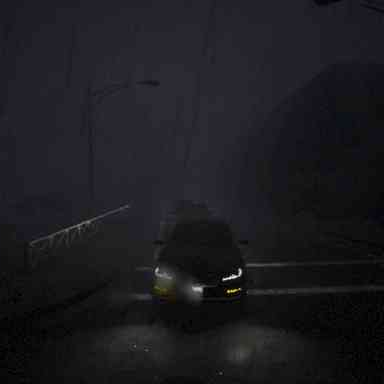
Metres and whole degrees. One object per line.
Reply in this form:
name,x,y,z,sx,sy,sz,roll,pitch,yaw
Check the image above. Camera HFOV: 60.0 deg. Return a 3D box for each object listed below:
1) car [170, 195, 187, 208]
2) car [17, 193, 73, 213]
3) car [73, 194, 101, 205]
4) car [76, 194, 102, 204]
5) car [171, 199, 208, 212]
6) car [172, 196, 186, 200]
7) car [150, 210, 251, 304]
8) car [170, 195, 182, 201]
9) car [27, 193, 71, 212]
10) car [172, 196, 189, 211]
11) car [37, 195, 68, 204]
car,-1.827,1.216,44.894,2.128,1.511,4.902,-1,0,-4
car,-14.789,1.111,33.083,4.605,1.855,1.932,-1,0,-4
car,-16.296,1.091,48.716,5.027,1.636,2.152,-1,0,-4
car,-17.065,1.141,55.096,3.806,1.475,1.970,-1,0,-4
car,0.084,1.361,17.553,2.128,1.511,4.902,-1,0,-4
car,-0.544,1.327,26.552,1.837,1.490,4.892,-1,0,-4
car,0.259,1.435,8.232,1.837,1.490,4.892,-1,0,4
car,-1.004,1.350,33.176,1.994,1.385,4.181,-1,0,-4
car,-15.404,1.082,35.953,3.866,1.878,1.905,-1,0,-4
car,-1.416,1.260,39.024,1.837,1.490,4.892,-1,0,-4
car,-24.351,1.298,58.259,4.514,1.523,2.007,-1,0,-4
